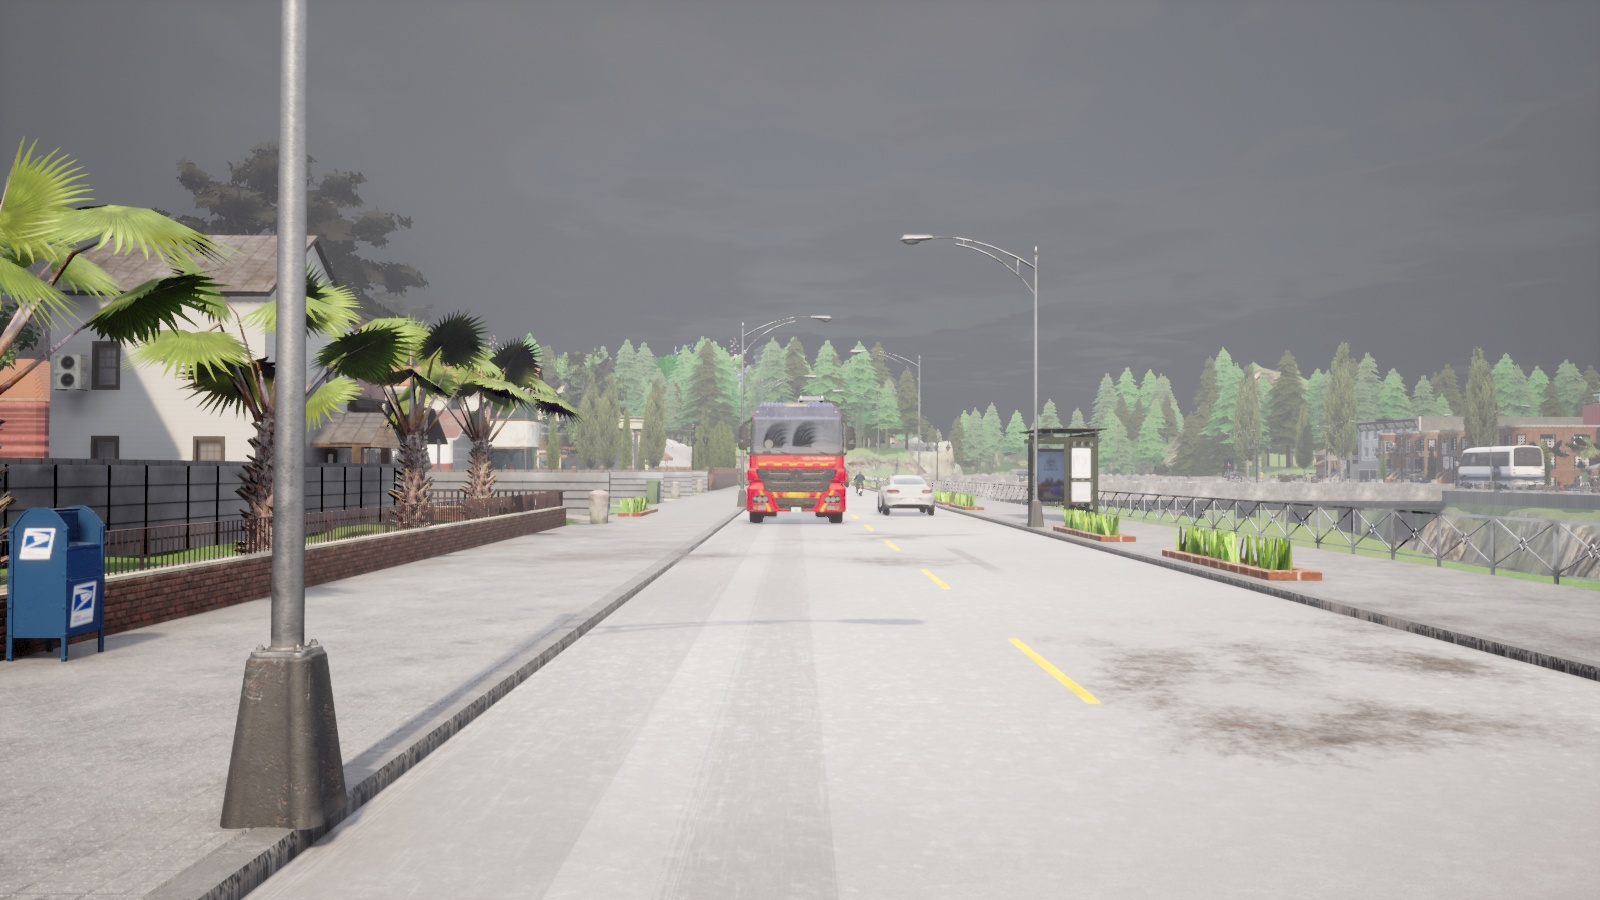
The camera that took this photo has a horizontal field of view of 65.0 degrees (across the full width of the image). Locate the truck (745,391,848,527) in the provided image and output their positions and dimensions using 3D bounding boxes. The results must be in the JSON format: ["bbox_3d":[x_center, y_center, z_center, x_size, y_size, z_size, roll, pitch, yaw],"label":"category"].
[{"bbox_3d":[-0.105,0.314,39.642,2.891,3.827,8.468,0,-1,0],"label":"truck"}]

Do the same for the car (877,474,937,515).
[{"bbox_3d":[3.883,1.601,46.312,1.812,1.442,4.674,0,-1,0],"label":"car"}]
